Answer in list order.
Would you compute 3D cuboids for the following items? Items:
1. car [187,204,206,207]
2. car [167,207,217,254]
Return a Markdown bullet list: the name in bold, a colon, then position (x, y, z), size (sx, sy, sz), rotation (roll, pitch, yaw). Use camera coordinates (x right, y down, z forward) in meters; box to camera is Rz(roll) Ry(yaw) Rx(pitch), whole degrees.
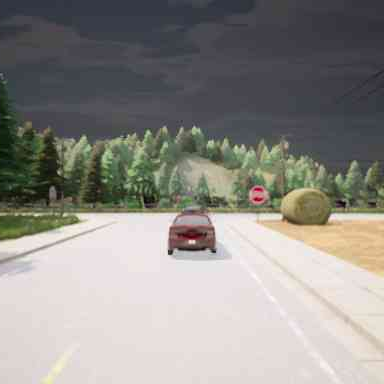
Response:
- **car**: position (0.462, 1.815, 28.384), size (1.837, 1.490, 4.892), rotation (-1, 0, 12)
- **car**: position (0.021, 1.633, 14.229), size (1.882, 1.535, 5.008), rotation (0, 0, 1)
